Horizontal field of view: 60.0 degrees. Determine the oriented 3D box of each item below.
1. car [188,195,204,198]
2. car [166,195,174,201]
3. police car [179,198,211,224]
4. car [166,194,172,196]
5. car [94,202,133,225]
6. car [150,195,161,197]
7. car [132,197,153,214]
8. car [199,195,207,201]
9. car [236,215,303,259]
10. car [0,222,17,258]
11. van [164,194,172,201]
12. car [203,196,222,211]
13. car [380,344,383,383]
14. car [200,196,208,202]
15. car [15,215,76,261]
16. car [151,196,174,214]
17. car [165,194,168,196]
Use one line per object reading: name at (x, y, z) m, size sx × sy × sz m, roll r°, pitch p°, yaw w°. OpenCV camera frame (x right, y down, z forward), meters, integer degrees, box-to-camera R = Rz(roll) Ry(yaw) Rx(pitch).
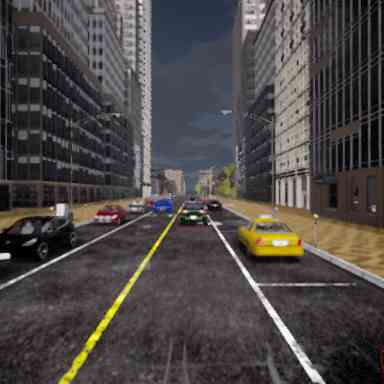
car at (0.095, 1.418, 41.574) m, size 2.033 × 1.649 × 4.856 m, roll 0°, pitch 0°, yaw 0°
car at (-5.707, 1.516, 86.284) m, size 1.947 × 1.339 × 4.313 m, roll 0°, pitch 0°, yaw 0°
police car at (0.095, 1.503, 24.613) m, size 2.038 × 1.542 × 4.974 m, roll 0°, pitch 0°, yaw 0°
car at (-5.704, 1.402, 74.899) m, size 1.967 × 1.590 × 4.097 m, roll 0°, pitch 0°, yaw 0°
car at (-5.693, 1.578, 23.668) m, size 1.802 × 1.307 × 4.206 m, roll 0°, pitch 0°, yaw 0°
car at (-5.698, 1.529, 46.439) m, size 1.887 × 1.381 × 4.507 m, roll 0°, pitch 0°, yaw 0°
car at (-5.696, 1.542, 35.054) m, size 2.008 × 1.369 × 4.403 m, roll 0°, pitch 0°, yaw 0°
car at (2.675, 1.480, 80.749) m, size 1.752 × 1.417 × 4.829 m, roll 0°, pitch 0°, yaw 0°
car at (2.690, 1.525, 12.444) m, size 1.752 × 1.417 × 4.829 m, roll 0°, pitch 0°, yaw 0°
car at (-5.689, 1.551, 6.593) m, size 2.008 × 1.369 × 4.403 m, roll 0°, pitch 0°, yaw 0°
van at (-5.704, 1.297, 80.592) m, size 1.690 × 1.788 × 3.998 m, roll 0°, pitch 0°, yaw 0°
car at (2.684, 1.554, 40.736) m, size 1.947 × 1.339 × 4.313 m, roll 0°, pitch 0°, yaw 0°
car at (2.694, 1.315, 0.891) m, size 2.192 × 1.841 × 5.009 m, roll 0°, pitch 0°, yaw 0°
car at (2.676, 1.543, 74.887) m, size 1.802 × 1.307 × 4.206 m, roll 0°, pitch 0°, yaw 0°
car at (-5.691, 1.566, 12.285) m, size 1.947 × 1.339 × 4.313 m, roll 0°, pitch 0°, yaw 0°
car at (-3.084, 1.468, 36.183) m, size 1.882 × 1.535 × 5.008 m, roll 0°, pitch 0°, yaw 0°
car at (-5.701, 1.559, 57.823) m, size 1.802 × 1.307 × 4.206 m, roll 0°, pitch 0°, yaw 0°
